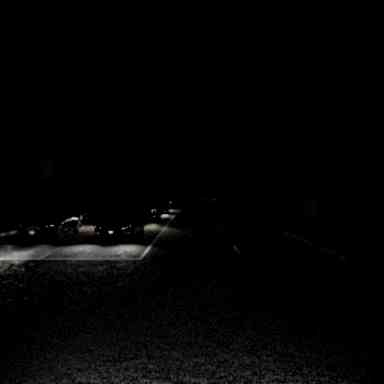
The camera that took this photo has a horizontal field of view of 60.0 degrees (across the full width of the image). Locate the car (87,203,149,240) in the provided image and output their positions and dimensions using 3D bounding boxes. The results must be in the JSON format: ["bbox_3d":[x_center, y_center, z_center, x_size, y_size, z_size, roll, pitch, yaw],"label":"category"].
[{"bbox_3d":[-3.593,1.541,17.155,1.837,1.490,4.892,0,0,0],"label":"car"}]

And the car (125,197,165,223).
[{"bbox_3d":[-3.585,1.407,26.312,2.097,1.767,4.553,0,0,0],"label":"car"}]

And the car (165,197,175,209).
[{"bbox_3d":[-3.536,1.447,46.060,2.097,1.767,4.553,0,0,1],"label":"car"}]

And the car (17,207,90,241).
[{"bbox_3d":[-7.102,1.528,17.077,2.128,1.511,4.902,0,0,-2],"label":"car"}]

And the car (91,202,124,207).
[{"bbox_3d":[-7.085,1.533,26.562,1.882,1.535,5.008,0,0,0],"label":"car"}]

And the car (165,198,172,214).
[{"bbox_3d":[-3.560,1.639,36.207,1.994,1.385,4.181,0,0,0],"label":"car"}]
